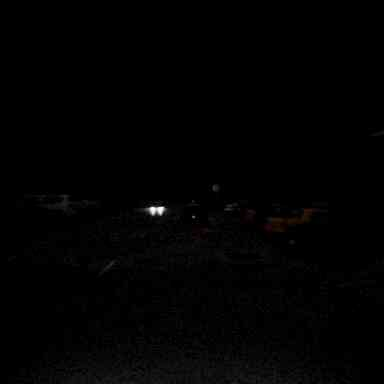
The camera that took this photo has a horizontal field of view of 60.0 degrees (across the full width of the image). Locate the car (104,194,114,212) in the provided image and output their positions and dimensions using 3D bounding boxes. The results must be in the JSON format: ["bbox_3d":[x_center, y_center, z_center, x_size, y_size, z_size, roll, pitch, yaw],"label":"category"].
[{"bbox_3d":[-10.969,1.322,35.126,4.553,1.767,2.185,-1,0,-20],"label":"car"}]

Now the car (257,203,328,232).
[{"bbox_3d":[6.172,1.469,16.267,5.366,1.575,1.946,1,0,-20],"label":"car"}]

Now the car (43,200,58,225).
[{"bbox_3d":[-10.929,1.465,20.019,4.892,1.521,2.231,-1,0,-20],"label":"car"}]

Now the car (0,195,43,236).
[{"bbox_3d":[-10.914,1.216,17.012,5.566,2.045,2.435,-1,0,-20],"label":"car"}]

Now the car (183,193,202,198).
[{"bbox_3d":[0.112,1.176,40.893,2.150,2.045,5.566,0,0,-1],"label":"car"}]

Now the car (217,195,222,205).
[{"bbox_3d":[6.011,1.444,39.868,4.892,1.521,2.231,1,0,-20],"label":"car"}]

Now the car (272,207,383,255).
[{"bbox_3d":[5.978,1.502,13.221,4.792,1.488,2.163,1,0,-20],"label":"car"}]

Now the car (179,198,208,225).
[{"bbox_3d":[0.105,1.452,23.821,1.882,1.535,5.008,0,0,0],"label":"car"}]

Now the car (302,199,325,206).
[{"bbox_3d":[28.101,2.430,76.914,2.231,1.521,4.892,2,-1,-21],"label":"car"}]

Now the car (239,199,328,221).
[{"bbox_3d":[6.173,1.462,22.185,5.366,1.575,1.946,1,0,-20],"label":"car"}]

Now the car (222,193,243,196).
[{"bbox_3d":[6.038,1.321,36.916,4.553,1.767,2.185,1,0,-20],"label":"car"}]

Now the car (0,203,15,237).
[{"bbox_3d":[-10.770,1.466,14.050,5.366,1.575,1.946,-1,0,-20],"label":"car"}]

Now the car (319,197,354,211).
[{"bbox_3d":[25.450,2.085,58.721,2.435,2.045,5.566,2,1,-21],"label":"car"}]

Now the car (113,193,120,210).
[{"bbox_3d":[-10.975,1.318,38.153,4.553,1.767,2.185,-1,0,-20],"label":"car"}]

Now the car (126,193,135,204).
[{"bbox_3d":[-10.966,1.182,47.210,5.566,2.045,2.435,-1,0,-20],"label":"car"}]

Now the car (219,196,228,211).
[{"bbox_3d":[5.835,1.444,33.879,5.366,1.575,1.946,1,0,-20],"label":"car"}]

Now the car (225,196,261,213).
[{"bbox_3d":[6.006,1.454,30.996,4.892,1.521,2.231,1,0,-20],"label":"car"}]

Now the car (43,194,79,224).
[{"bbox_3d":[-10.976,1.210,23.040,5.566,2.045,2.435,-1,0,-20],"label":"car"}]

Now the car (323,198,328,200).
[{"bbox_3d":[22.471,2.231,58.545,1.946,1.575,5.366,2,1,-21],"label":"car"}]

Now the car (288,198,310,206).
[{"bbox_3d":[24.708,2.326,76.883,2.231,1.521,4.892,2,-1,-21],"label":"car"}]

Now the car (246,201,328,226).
[{"bbox_3d":[6.002,1.466,19.151,5.008,1.535,2.097,1,0,-20],"label":"car"}]

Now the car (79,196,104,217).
[{"bbox_3d":[-10.920,1.202,29.107,5.566,2.045,2.435,-1,0,-20],"label":"car"}]

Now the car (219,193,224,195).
[{"bbox_3d":[6.033,1.185,45.801,5.566,2.045,2.435,1,0,-20],"label":"car"}]

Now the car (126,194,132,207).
[{"bbox_3d":[-10.948,1.438,44.206,4.892,1.521,2.231,-1,0,-20],"label":"car"}]

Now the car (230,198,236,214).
[{"bbox_3d":[6.028,1.486,28.047,4.792,1.488,2.163,1,0,-20],"label":"car"}]

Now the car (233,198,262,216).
[{"bbox_3d":[6.000,1.459,25.081,5.008,1.535,2.097,1,0,-20],"label":"car"}]

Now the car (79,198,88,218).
[{"bbox_3d":[-10.914,1.486,26.084,4.792,1.488,2.163,-1,0,-20],"label":"car"}]

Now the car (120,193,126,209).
[{"bbox_3d":[-10.914,1.314,41.192,4.553,1.767,2.185,-1,0,-20],"label":"car"}]

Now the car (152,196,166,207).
[{"bbox_3d":[-4.996,1.437,50.653,2.128,1.511,4.902,0,0,0],"label":"car"}]
